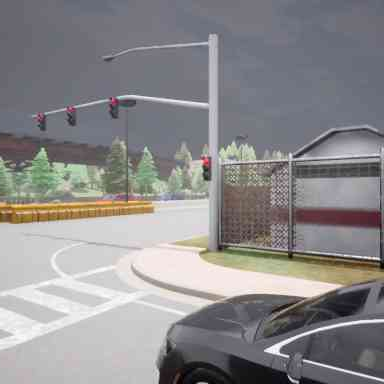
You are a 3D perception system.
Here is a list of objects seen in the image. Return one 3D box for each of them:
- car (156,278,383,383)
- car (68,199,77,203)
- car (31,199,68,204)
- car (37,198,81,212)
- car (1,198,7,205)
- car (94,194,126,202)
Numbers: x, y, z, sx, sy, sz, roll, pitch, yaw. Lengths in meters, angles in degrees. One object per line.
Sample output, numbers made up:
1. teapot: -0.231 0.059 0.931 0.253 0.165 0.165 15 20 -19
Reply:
1. car: 1.873 1.505 2.671 4.892 1.490 1.837 0 0 36
2. car: -14.903 1.601 34.978 1.895 1.301 4.718 0 0 34
3. car: -13.879 1.564 30.200 1.994 1.385 4.181 0 0 33
4. car: -15.841 1.526 39.857 1.812 1.442 4.674 0 0 34
5. car: -20.676 1.352 32.635 2.097 1.767 4.553 0 0 34
6. car: -8.743 1.221 37.910 2.150 2.045 5.566 0 0 34
